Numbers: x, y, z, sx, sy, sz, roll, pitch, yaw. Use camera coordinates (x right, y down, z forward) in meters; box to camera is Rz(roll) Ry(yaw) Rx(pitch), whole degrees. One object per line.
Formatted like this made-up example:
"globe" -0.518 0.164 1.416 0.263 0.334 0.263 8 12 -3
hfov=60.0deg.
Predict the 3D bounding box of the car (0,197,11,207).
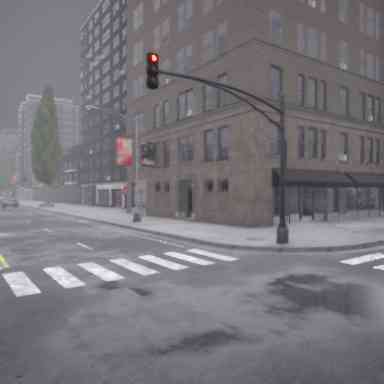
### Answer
"car" -32.840 1.702 58.000 1.837 1.490 4.892 0 0 -35

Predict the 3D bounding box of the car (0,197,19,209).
"car" -27.046 1.656 49.621 2.128 1.511 4.902 0 0 -35
